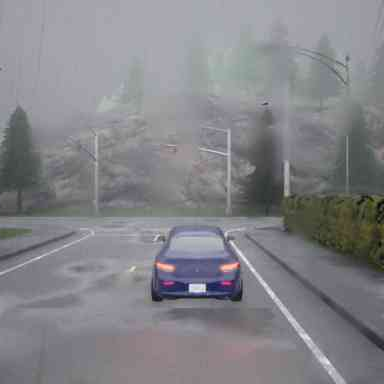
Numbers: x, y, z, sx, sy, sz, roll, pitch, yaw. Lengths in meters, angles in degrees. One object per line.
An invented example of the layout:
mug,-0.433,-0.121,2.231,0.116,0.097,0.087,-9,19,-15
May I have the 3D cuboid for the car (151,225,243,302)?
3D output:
car,0.106,1.526,8.157,1.812,1.442,4.674,0,0,0
